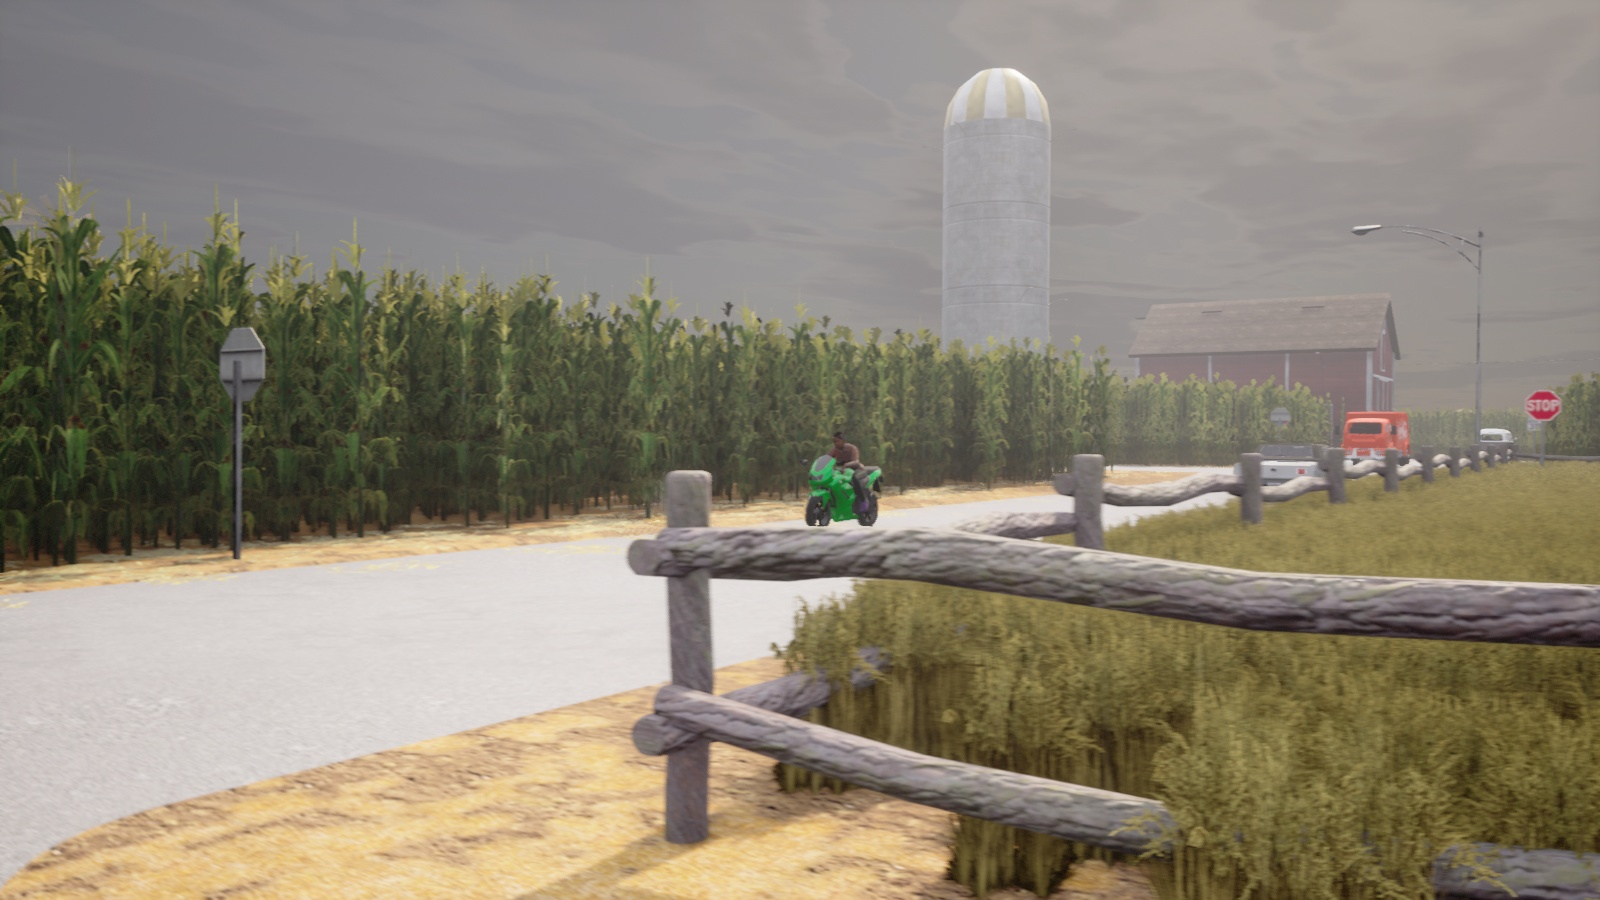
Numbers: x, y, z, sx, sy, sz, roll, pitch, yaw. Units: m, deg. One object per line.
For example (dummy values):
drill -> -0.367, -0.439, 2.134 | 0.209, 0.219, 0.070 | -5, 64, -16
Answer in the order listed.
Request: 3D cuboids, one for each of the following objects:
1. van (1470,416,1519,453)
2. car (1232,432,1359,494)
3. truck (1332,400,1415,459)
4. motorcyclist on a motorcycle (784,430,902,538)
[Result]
van -> 39.562, -0.879, 71.522 | 2.069, 2.038, 4.480 | 0, 1, 34
car -> 12.011, 0.265, 30.260 | 1.895, 1.301, 4.718 | 0, 1, 34
truck -> 25.937, -0.969, 56.705 | 2.627, 2.467, 5.204 | 0, 2, 34
motorcyclist on a motorcycle -> 0.672, 0.466, 18.861 | 0.797, 1.523, 2.044 | 0, 1, 34
